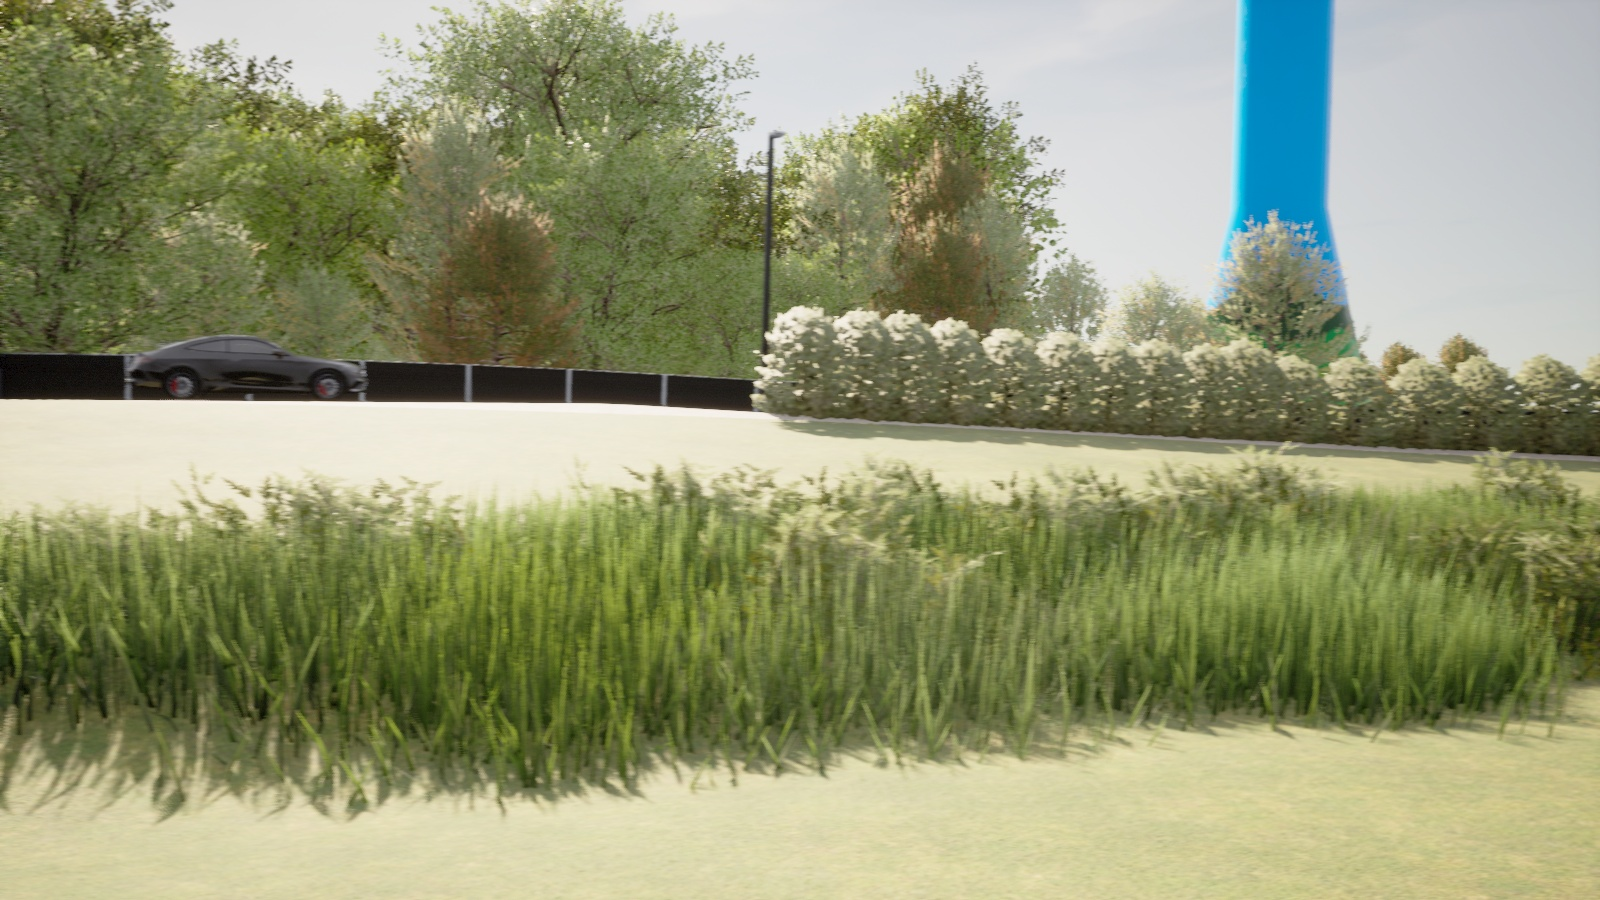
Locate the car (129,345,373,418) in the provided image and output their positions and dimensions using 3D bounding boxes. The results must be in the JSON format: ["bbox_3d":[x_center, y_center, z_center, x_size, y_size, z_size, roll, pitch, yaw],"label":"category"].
[{"bbox_3d":[-11.762,-1.480,27.209,4.674,1.442,1.812,-2,1,-21],"label":"car"}]

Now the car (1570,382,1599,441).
[{"bbox_3d":[24.299,-0.997,34.246,5.366,1.575,1.801,2,1,23],"label":"car"}]
